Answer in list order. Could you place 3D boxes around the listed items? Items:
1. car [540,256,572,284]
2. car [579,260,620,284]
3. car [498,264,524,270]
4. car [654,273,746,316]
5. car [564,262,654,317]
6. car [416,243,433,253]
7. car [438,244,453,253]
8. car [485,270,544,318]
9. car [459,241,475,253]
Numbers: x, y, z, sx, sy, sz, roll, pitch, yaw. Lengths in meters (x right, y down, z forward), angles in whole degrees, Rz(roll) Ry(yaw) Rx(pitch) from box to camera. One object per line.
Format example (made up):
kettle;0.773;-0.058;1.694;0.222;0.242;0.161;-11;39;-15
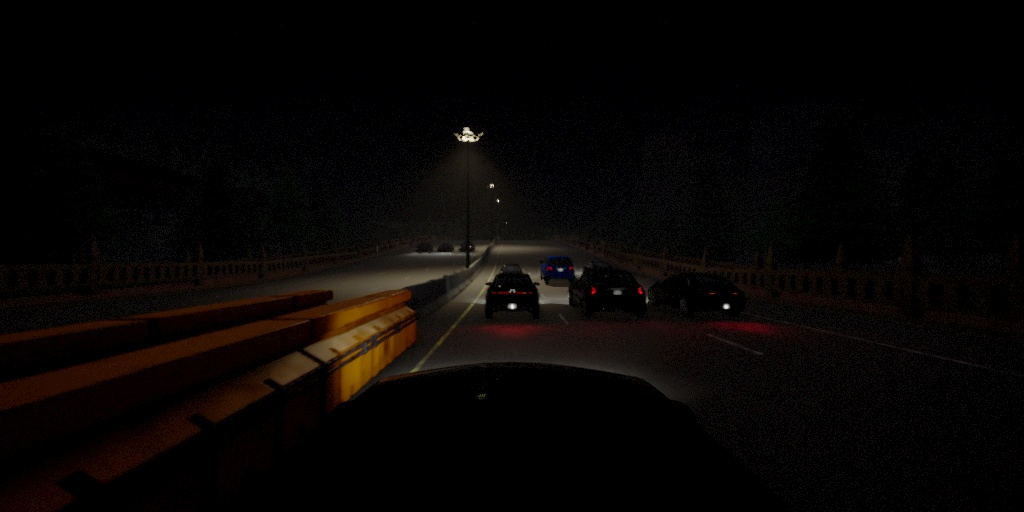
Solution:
car;3.440;0.971;27.752;2.150;2.045;5.566;0;3;0
car;6.948;1.192;28.979;2.128;1.511;4.902;0;3;0
car;-0.063;1.330;26.736;2.033;1.411;5.357;0;2;0
car;7.025;1.419;14.157;1.837;1.490;4.892;0;0;0
car;3.525;1.263;14.049;2.097;1.767;4.553;0;-1;0
car;-14.300;-1.378;58.531;1.837;1.490;4.892;0;6;0
car;-10.806;-1.321;58.582;1.994;1.385;4.181;0;6;0
car;0.023;1.409;13.727;1.837;1.490;4.892;0;-2;0
car;-7.309;-1.533;58.604;2.097;1.767;4.553;0;6;0
